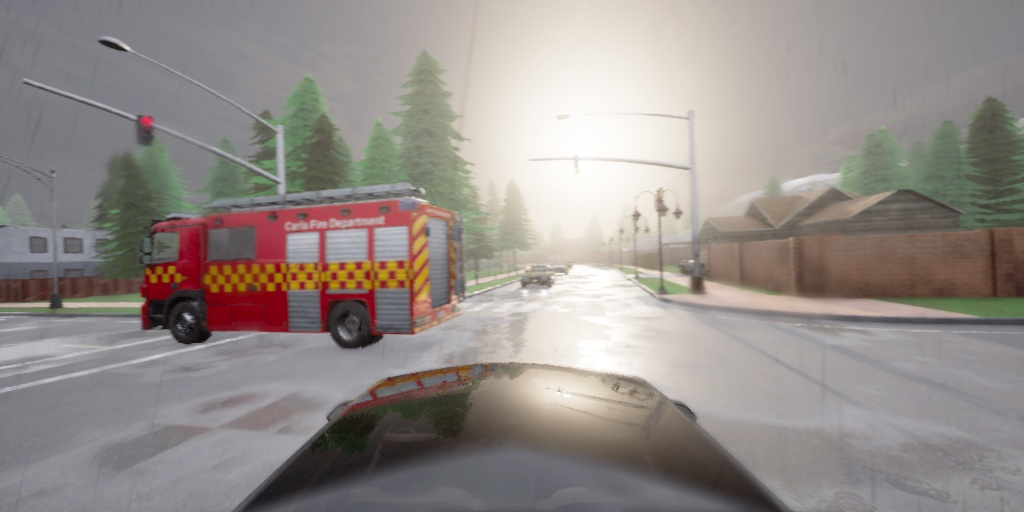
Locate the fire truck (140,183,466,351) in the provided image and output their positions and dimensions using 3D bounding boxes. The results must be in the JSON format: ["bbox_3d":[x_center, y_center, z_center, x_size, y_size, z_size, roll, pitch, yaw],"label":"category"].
[{"bbox_3d":[-5.765,0.339,10.067,8.468,3.827,2.891,-2,0,14],"label":"fire truck"}]

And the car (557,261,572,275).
[{"bbox_3d":[5.303,1.337,39.918,1.812,1.442,4.674,-2,0,13],"label":"car"}]

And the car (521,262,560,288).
[{"bbox_3d":[1.909,1.387,24.971,1.994,1.385,4.181,-2,0,13],"label":"car"}]

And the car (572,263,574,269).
[{"bbox_3d":[8.900,1.467,57.763,1.895,1.301,4.718,-2,0,6],"label":"car"}]
